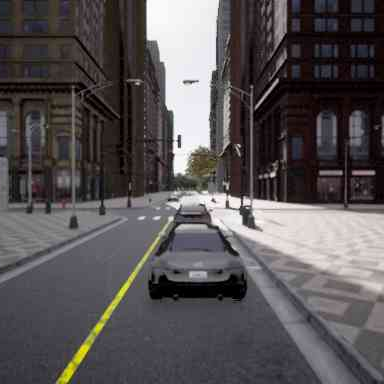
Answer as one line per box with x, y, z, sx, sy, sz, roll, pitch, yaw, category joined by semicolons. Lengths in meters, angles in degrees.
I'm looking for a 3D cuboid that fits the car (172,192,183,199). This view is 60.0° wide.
-3.053;0.709;71.002;2.128;1.511;4.902;0;1;0;car

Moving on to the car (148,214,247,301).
0.099;1.467;8.141;1.994;1.385;4.181;0;1;0;car

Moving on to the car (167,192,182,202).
-3.108;0.896;55.557;2.033;1.411;5.357;0;1;0;car

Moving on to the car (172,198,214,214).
0.048;1.300;17.297;1.837;1.490;4.892;0;1;0;car
